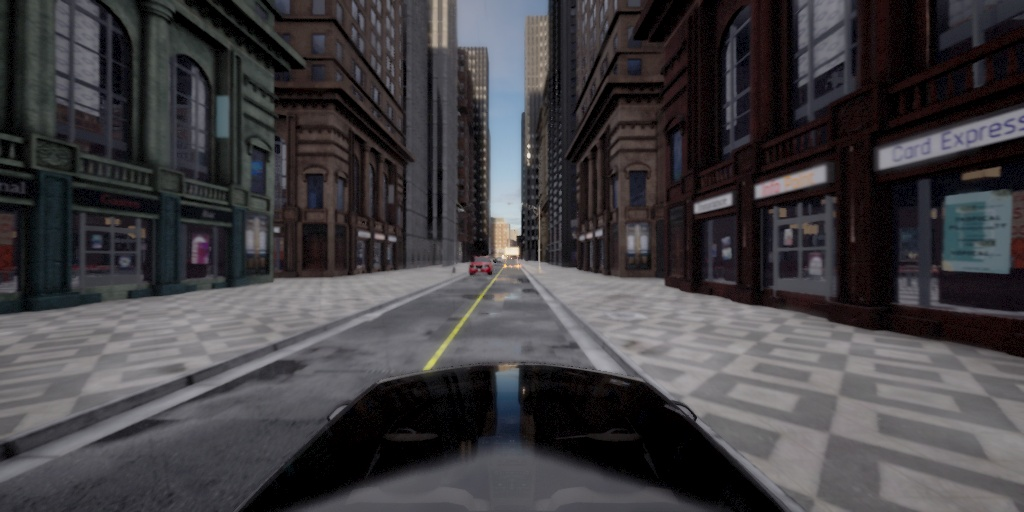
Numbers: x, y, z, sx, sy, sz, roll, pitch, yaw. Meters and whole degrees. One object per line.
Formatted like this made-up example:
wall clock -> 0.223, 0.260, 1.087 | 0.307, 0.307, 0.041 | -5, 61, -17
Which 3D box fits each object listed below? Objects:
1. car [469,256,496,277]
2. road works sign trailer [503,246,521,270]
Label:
car -> -3.124, 0.998, 36.975 | 2.150, 2.045, 5.566 | 0, 0, 0
road works sign trailer -> -0.046, 0.279, 55.431 | 2.380, 3.560, 2.880 | 0, 0, 0
